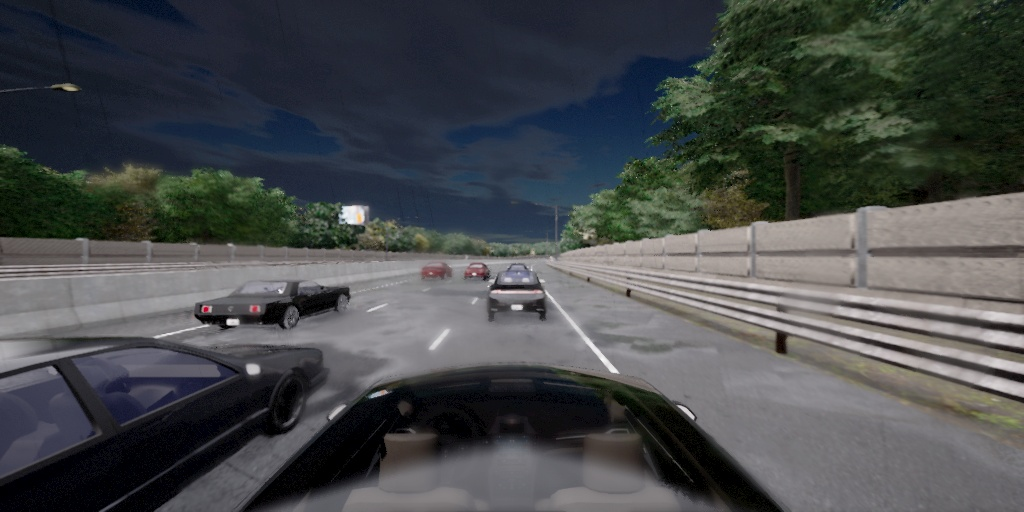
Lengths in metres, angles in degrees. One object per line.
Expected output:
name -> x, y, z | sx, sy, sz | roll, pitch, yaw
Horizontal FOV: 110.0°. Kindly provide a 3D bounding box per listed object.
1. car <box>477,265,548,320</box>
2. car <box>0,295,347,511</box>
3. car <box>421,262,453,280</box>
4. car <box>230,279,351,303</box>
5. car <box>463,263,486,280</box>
car -> 0.174, 1.234, 12.509 | 2.128, 1.511, 4.902 | 0, 0, 1
car -> -3.394, 1.296, 2.405 | 2.033, 1.411, 5.357 | 0, 0, 0
car -> -6.477, 1.244, 31.425 | 1.882, 1.535, 5.008 | 0, 0, 1
car -> -6.842, 1.340, 11.053 | 1.895, 1.301, 4.718 | 0, 0, 1
car -> -2.981, 1.295, 31.209 | 1.812, 1.442, 4.674 | 0, 0, 1
